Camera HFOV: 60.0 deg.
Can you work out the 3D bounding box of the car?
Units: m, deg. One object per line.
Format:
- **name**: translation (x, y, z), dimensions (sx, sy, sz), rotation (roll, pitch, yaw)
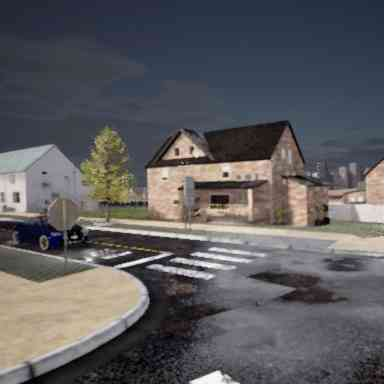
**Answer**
- **car**: translation (-6.687, 1.801, 15.701), dimensions (4.181, 1.385, 1.994), rotation (0, 1, 38)
